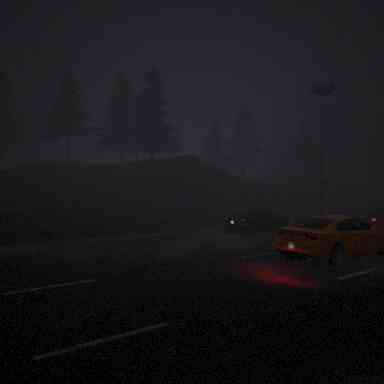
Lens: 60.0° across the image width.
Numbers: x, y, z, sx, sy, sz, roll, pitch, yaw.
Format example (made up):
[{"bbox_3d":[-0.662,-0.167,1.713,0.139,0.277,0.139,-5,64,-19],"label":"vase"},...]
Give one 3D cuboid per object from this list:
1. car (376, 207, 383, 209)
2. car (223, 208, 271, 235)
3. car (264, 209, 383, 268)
[{"bbox_3d":[12.718,1.669,21.402,4.181,1.385,1.994,0,0,-35],"label":"car"},{"bbox_3d":[3.832,1.631,19.369,4.181,1.385,1.994,0,0,-35],"label":"car"},{"bbox_3d":[5.059,1.528,11.648,5.008,1.535,1.882,0,0,-35],"label":"car"}]
